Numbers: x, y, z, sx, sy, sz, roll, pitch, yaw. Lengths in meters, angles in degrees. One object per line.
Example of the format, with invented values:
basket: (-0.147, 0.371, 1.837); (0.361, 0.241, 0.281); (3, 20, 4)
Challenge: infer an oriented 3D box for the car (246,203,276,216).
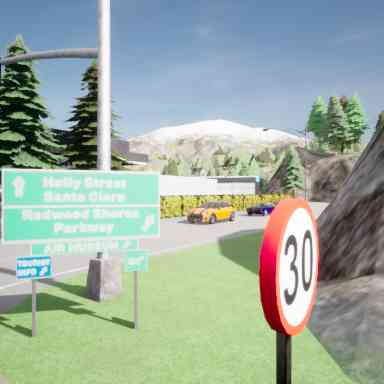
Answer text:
car: (7.486, 1.792, 34.833); (1.895, 1.301, 4.718); (0, 0, 36)

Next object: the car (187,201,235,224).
car: (1.584, 1.544, 26.704); (2.097, 1.767, 4.553); (0, 0, 36)

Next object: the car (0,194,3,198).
car: (-38.661, 1.489, 69.944); (4.514, 1.523, 2.007); (0, 0, 35)

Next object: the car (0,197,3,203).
car: (-12.400, 1.505, 26.036); (1.905, 1.878, 3.866); (0, 0, 35)
